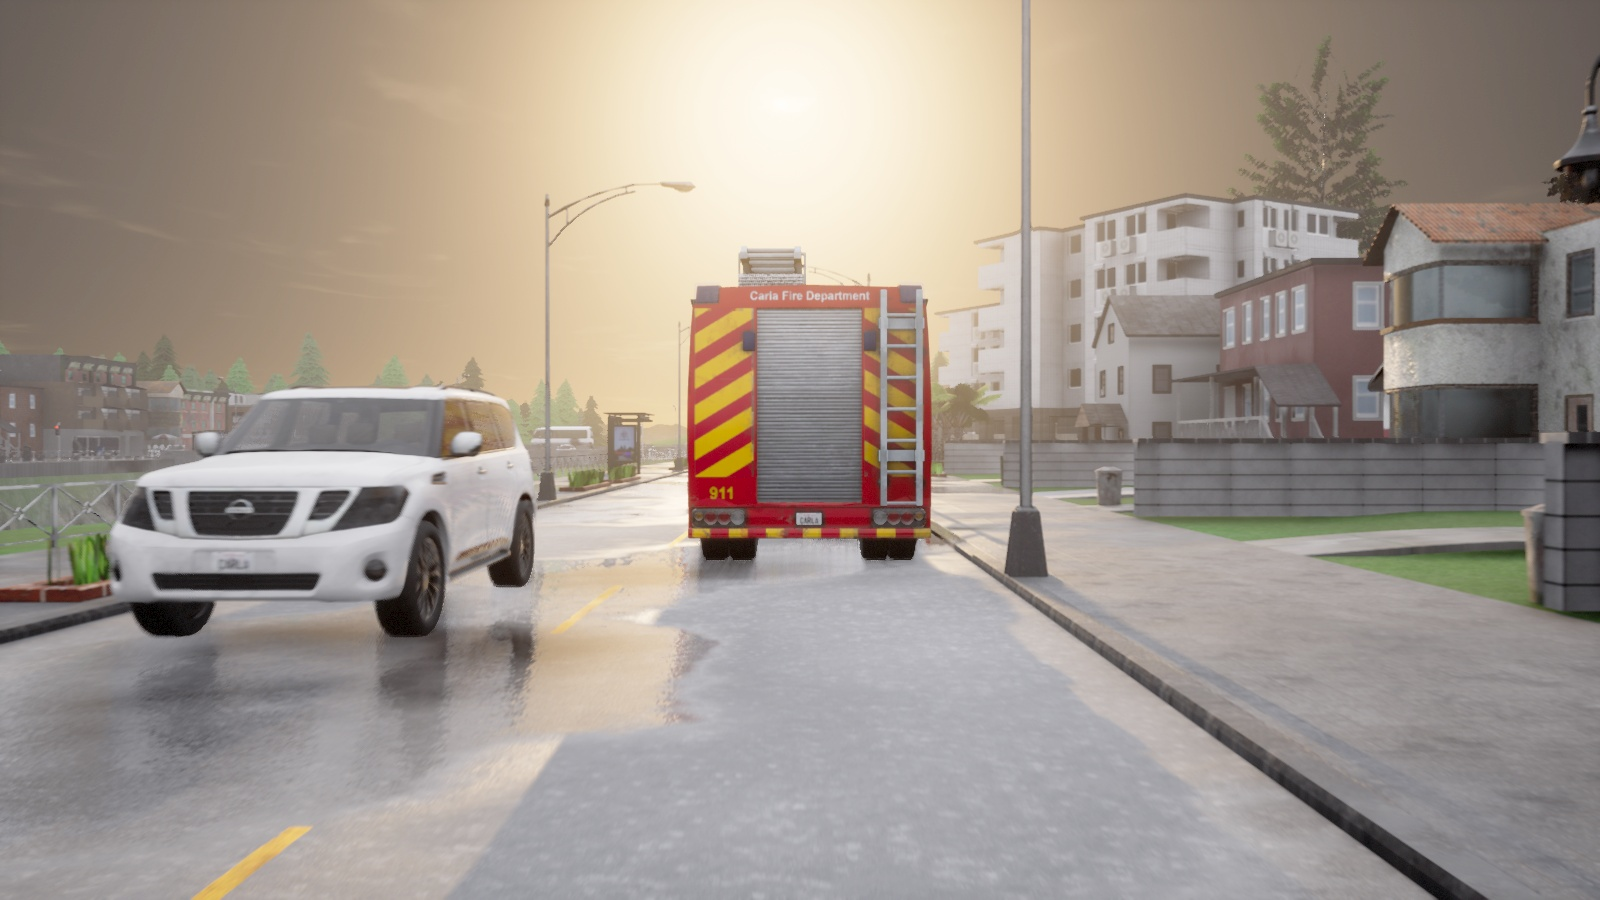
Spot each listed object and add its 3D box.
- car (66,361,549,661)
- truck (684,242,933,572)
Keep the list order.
[{"bbox_3d":[-3.920,0.398,11.348,2.150,2.045,5.566,0,0,0],"label":"car"},{"bbox_3d":[0.125,-0.524,18.832,2.891,3.827,8.468,0,0,0],"label":"truck"}]
